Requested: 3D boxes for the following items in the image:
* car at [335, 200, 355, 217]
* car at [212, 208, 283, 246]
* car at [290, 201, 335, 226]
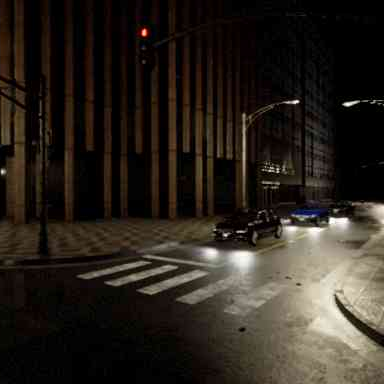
[{"bbox_3d":[14.677,1.559,32.673,2.128,1.511,4.902,0,0,35],"label":"car"},{"bbox_3d":[2.772,1.539,15.771,1.837,1.490,4.892,0,0,35],"label":"car"},{"bbox_3d":[8.684,1.577,24.179,1.812,1.442,4.674,0,0,35],"label":"car"}]
